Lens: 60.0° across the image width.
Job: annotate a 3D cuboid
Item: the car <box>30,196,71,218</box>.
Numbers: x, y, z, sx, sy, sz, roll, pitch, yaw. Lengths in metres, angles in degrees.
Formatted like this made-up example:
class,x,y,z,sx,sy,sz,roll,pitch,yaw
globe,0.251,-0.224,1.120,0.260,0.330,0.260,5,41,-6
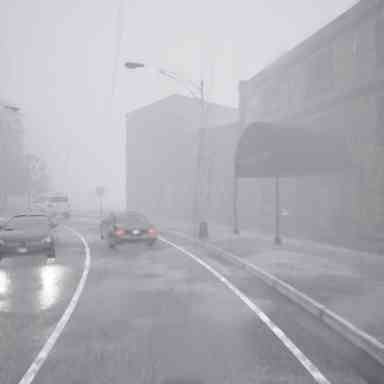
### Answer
class,x,y,z,sx,sy,sz,roll,pitch,yaw
car,-12.995,1.353,30.373,2.150,2.045,5.566,0,-1,-41

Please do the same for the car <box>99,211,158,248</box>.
class,x,y,z,sx,sy,sz,roll,pitch,yaw
car,-2.996,1.559,14.886,2.033,1.411,5.357,0,0,-21

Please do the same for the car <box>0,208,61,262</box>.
class,x,y,z,sx,sy,sz,roll,pitch,yaw
car,-6.061,1.541,12.515,1.812,1.442,4.674,0,0,-20
